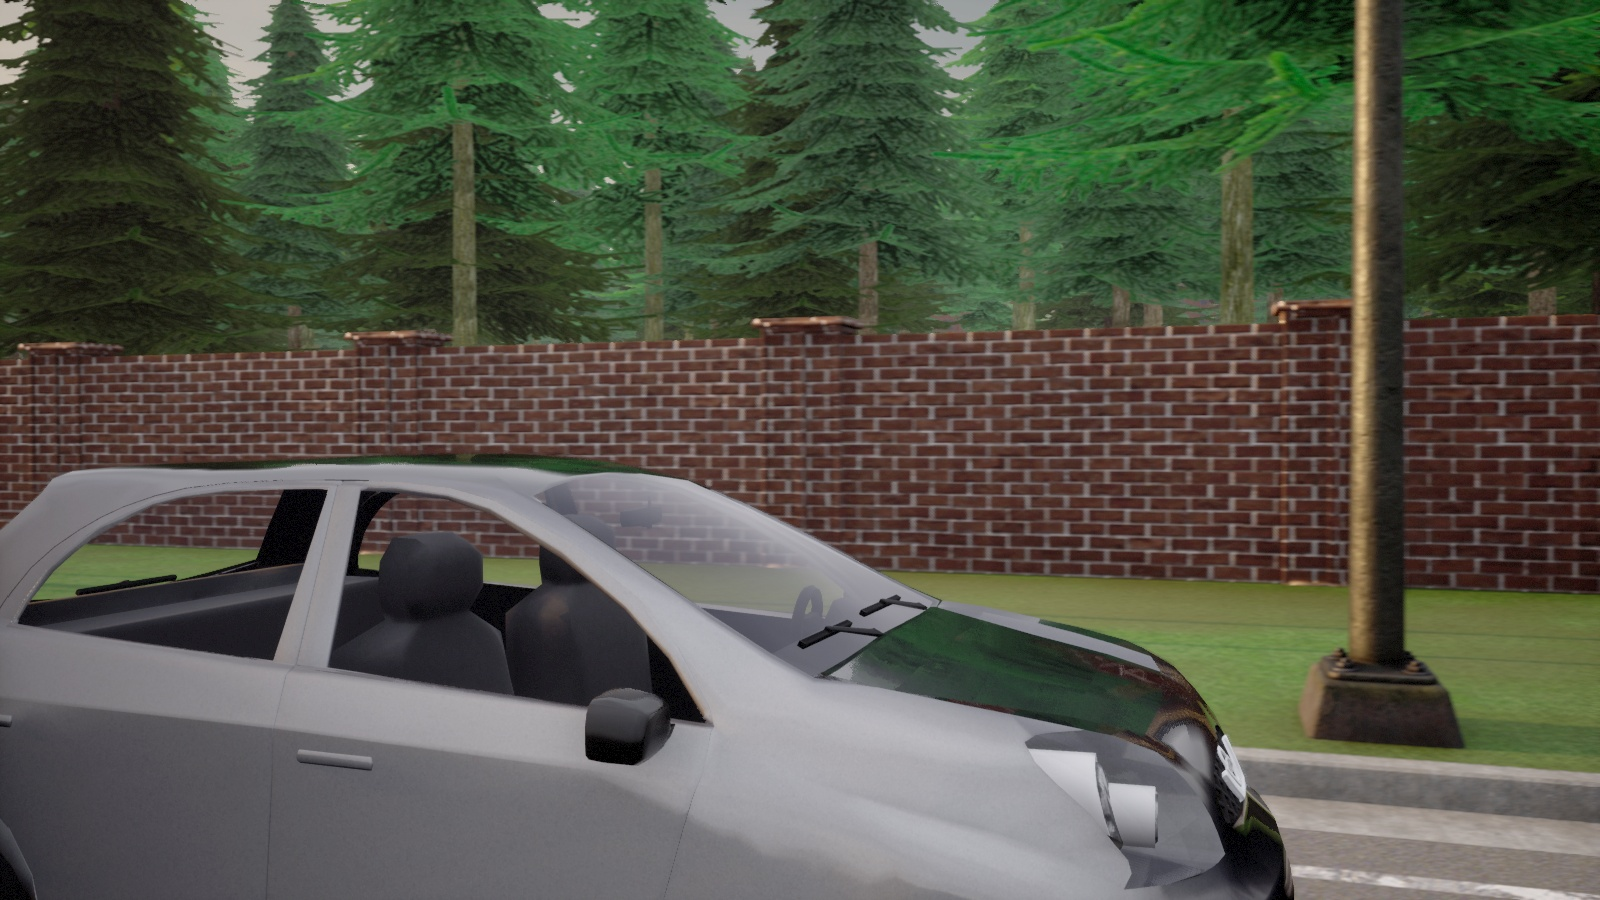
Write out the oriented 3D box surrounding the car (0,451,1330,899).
[{"bbox_3d":[-0.614,0.784,3.400,3.633,1.501,1.845,1,1,19],"label":"car"}]
